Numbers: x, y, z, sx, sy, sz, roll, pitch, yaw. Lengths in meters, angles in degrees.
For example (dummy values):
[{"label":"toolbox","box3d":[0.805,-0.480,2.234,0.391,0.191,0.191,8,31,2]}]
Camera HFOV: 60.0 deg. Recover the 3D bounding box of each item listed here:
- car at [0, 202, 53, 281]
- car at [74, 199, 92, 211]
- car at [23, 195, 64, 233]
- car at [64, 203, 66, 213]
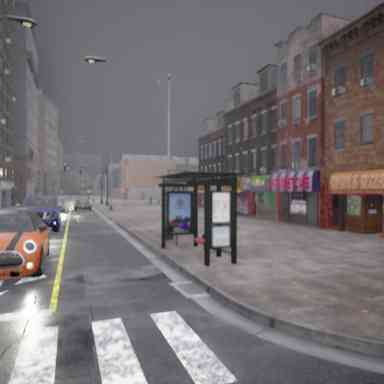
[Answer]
[{"label":"car","box3d":[-5.432,1.357,9.805,2.097,1.767,4.553,0,0,-20]},{"label":"car","box3d":[-13.211,1.566,40.235,1.994,1.385,4.181,0,0,-19]},{"label":"car","box3d":[-9.016,1.222,19.804,2.150,2.045,5.566,0,0,-20]},{"label":"car","box3d":[-15.057,1.594,36.878,1.895,1.301,4.718,0,0,-19]}]
